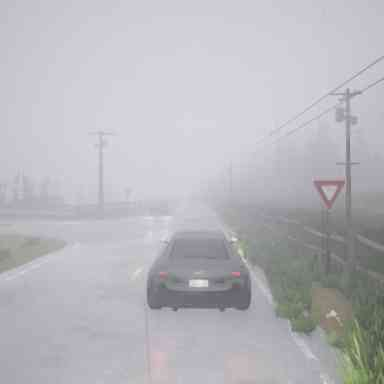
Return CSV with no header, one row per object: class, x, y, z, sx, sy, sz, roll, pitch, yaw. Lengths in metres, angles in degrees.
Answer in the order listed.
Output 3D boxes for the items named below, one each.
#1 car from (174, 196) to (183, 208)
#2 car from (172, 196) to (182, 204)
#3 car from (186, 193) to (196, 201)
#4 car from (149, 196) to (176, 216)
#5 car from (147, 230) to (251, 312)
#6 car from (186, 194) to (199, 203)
car,-2.748,1.351,47.242,2.097,1.767,4.553,0,0,0
car,-2.813,1.505,63.788,1.837,1.490,4.892,0,0,-1
car,-0.293,1.186,78.065,2.097,1.767,4.553,0,0,-5
car,-3.013,1.502,32.821,1.837,1.490,4.892,0,1,2
car,0.161,1.564,7.808,1.994,1.385,4.181,0,0,1
car,0.307,1.351,68.004,2.097,1.767,4.553,0,0,-3
